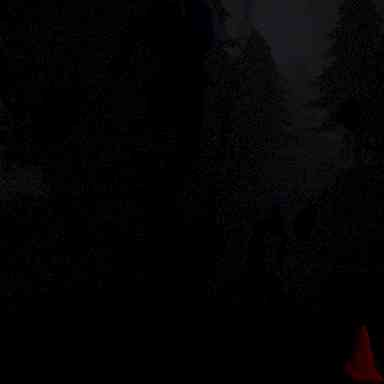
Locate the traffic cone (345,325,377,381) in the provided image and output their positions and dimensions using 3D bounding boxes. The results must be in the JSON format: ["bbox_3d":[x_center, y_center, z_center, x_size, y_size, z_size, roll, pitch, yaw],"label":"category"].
[{"bbox_3d":[2.124,1.945,4.111,0.340,0.580,0.340,0,0,6],"label":"traffic cone"}]

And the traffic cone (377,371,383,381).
[{"bbox_3d":[2.011,1.948,3.117,0.340,0.580,0.340,0,0,6],"label":"traffic cone"}]
